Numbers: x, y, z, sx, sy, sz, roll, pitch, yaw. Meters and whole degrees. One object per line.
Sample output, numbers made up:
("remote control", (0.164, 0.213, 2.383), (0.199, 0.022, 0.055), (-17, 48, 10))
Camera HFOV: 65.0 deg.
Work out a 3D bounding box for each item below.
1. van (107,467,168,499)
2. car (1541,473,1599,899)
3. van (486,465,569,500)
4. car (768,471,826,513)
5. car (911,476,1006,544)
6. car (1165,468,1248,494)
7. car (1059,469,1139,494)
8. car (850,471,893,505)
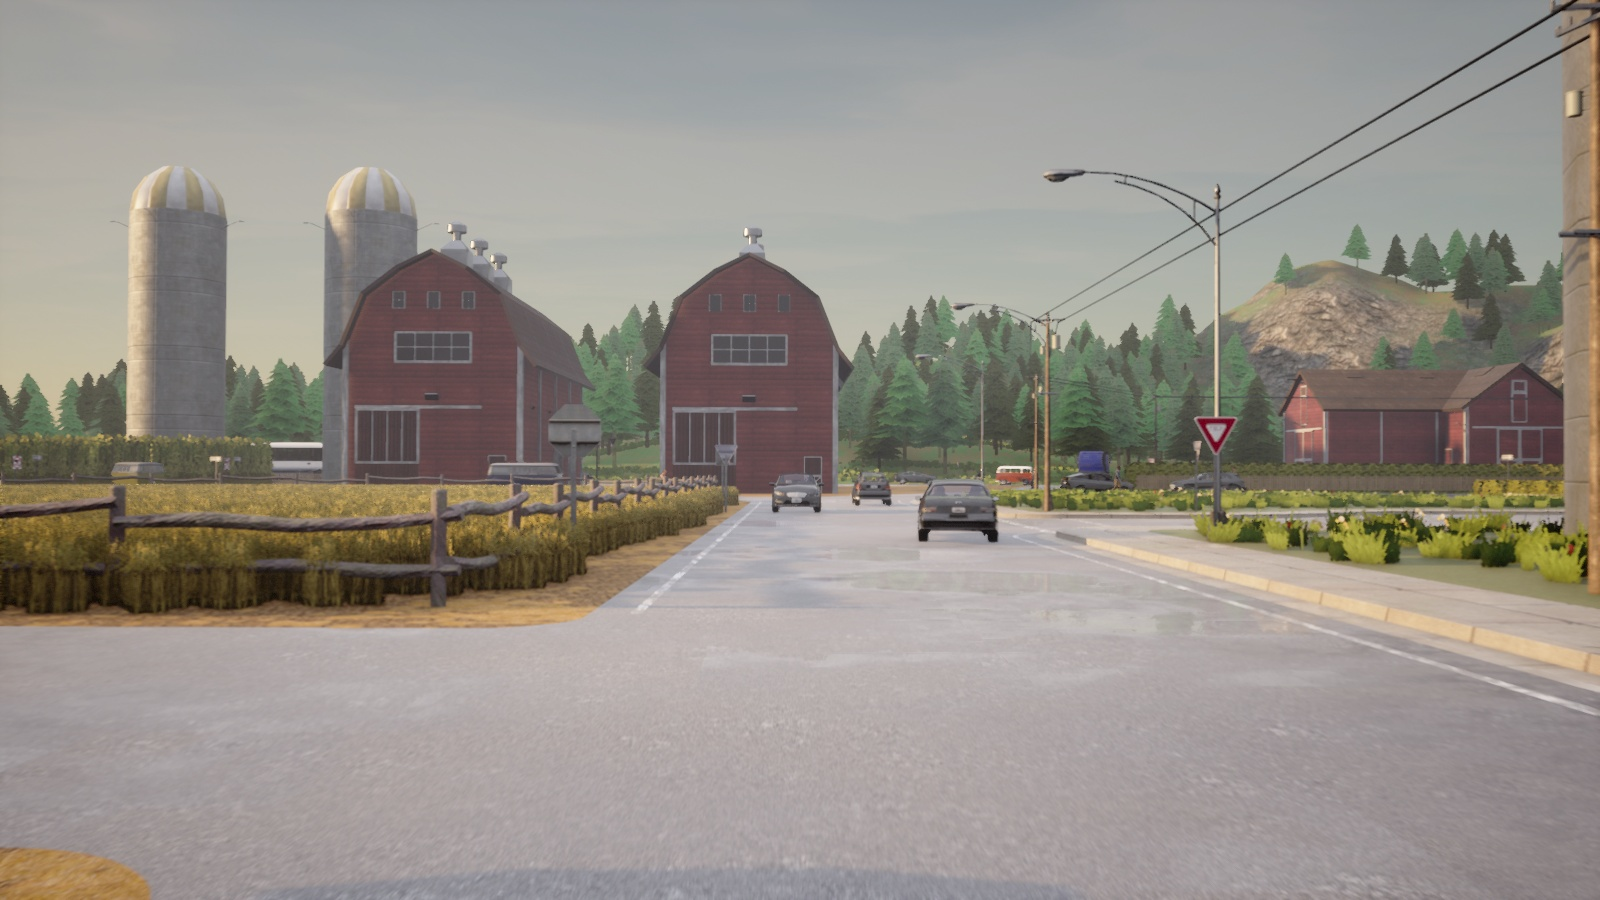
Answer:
("van", (-42.070, 2.077, 79.704), (4.442, 1.987, 1.775), (-1, -1, 39))
("car", (3.350, 0.816, 2.124), (1.789, 1.549, 3.705), (0, -1, -5))
("van", (-15.603, 1.841, 72.009), (4.442, 1.987, 1.775), (0, -1, -3))
("car", (-0.121, 1.593, 48.836), (2.128, 1.511, 4.902), (0, -1, 0))
("car", (3.722, 1.347, 29.681), (2.033, 1.411, 5.357), (0, -1, 7))
("car", (27.010, 2.043, 83.554), (4.856, 1.649, 2.033), (0, -1, 0))
("car", (18.953, 2.007, 79.788), (4.514, 1.525, 2.007), (0, 0, -7))
("car", (3.337, 1.771, 58.907), (1.789, 1.549, 3.705), (0, -1, 0))
